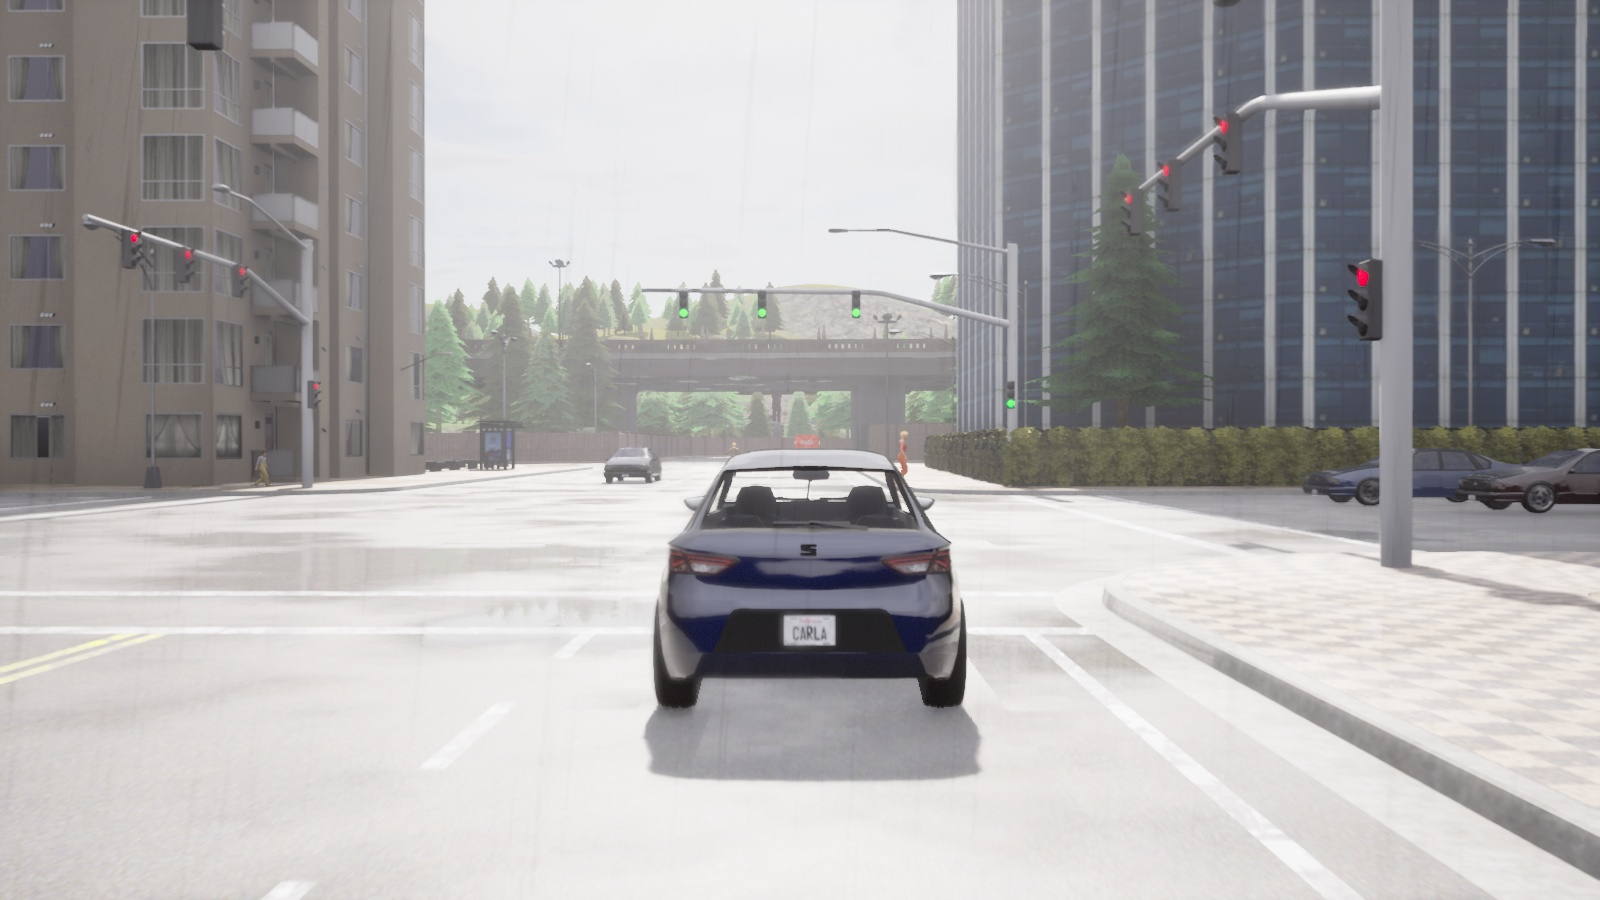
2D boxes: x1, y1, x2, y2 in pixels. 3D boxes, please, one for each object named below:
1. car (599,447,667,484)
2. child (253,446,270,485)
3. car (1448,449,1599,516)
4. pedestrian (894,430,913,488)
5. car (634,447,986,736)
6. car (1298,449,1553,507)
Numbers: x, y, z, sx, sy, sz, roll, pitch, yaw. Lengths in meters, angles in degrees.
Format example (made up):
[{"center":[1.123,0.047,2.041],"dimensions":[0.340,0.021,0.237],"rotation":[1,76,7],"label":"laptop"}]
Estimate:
[{"center":[-6.697,0.581,50.848],"dimensions":[2.033,1.411,5.357],"rotation":[0,0,0],"label":"car"},{"center":[-17.446,0.505,40.695],"dimensions":[0.437,1.263,0.270],"rotation":[0,0,-2],"label":"child"},{"center":[17.600,0.695,27.886],"dimensions":[5.357,1.411,2.033],"rotation":[0,0,0],"label":"car"},{"center":[3.275,0.284,39.819],"dimensions":[0.594,1.836,0.345],"rotation":[0,0,7],"label":"pedestrian"},{"center":[0.064,0.725,8.580],"dimensions":[1.816,1.474,4.193],"rotation":[0,0,0],"label":"car"},{"center":[15.531,0.679,31.378],"dimensions":[5.357,1.411,2.033],"rotation":[0,0,0],"label":"car"}]
